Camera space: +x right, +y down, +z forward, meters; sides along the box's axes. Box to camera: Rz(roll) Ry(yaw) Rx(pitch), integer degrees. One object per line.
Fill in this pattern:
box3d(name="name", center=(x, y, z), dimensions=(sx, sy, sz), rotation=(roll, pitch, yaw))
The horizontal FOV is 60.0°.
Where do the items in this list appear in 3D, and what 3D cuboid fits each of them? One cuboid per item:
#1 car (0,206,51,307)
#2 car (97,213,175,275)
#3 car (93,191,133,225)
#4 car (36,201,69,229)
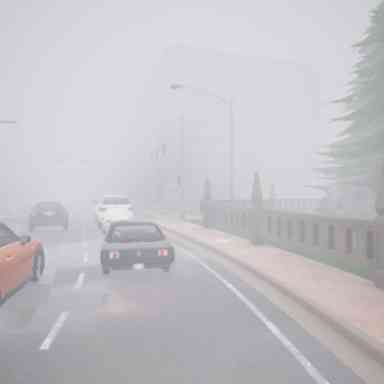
box3d(name="car", center=(-4.557, 1.344, 6.719), dimensions=(2.097, 1.767, 4.553), rotation=(0, 0, -11))
box3d(name="car", center=(-1.856, 1.570, 10.473), dimensions=(1.895, 1.301, 4.718), rotation=(0, 0, -14))
box3d(name="car", center=(-5.306, 1.164, 22.218), dimensions=(2.150, 2.045, 5.566), rotation=(0, 1, -19))
box3d(name="car", center=(-8.881, 1.309, 20.616), dimensions=(2.097, 1.767, 4.553), rotation=(0, 0, -24))
